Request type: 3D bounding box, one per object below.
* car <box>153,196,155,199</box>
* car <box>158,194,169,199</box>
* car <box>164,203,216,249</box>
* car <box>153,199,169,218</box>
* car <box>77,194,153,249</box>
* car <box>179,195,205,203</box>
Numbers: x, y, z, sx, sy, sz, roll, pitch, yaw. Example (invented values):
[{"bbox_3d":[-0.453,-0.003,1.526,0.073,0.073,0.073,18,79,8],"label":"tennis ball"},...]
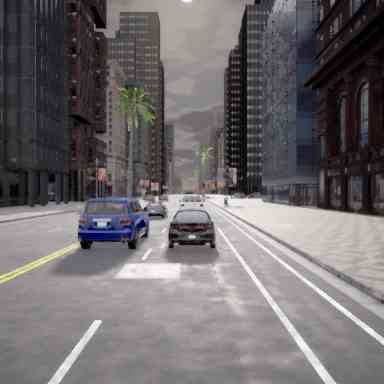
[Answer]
[{"bbox_3d":[-9.750,1.322,75.986,2.097,1.767,4.553,0,0,0],"label":"car"},{"bbox_3d":[-6.500,1.322,75.986,2.097,1.767,4.553,0,0,0],"label":"car"},{"bbox_3d":[0.000,1.484,14.650,1.882,1.535,5.008,0,0,0],"label":"car"},{"bbox_3d":[-3.250,1.571,29.650,1.994,1.385,4.181,0,0,0],"label":"car"},{"bbox_3d":[-3.250,1.257,14.680,2.150,2.045,5.566,0,0,0],"label":"car"},{"bbox_3d":[0.000,1.257,29.680,2.150,2.045,5.566,0,0,0],"label":"car"}]
